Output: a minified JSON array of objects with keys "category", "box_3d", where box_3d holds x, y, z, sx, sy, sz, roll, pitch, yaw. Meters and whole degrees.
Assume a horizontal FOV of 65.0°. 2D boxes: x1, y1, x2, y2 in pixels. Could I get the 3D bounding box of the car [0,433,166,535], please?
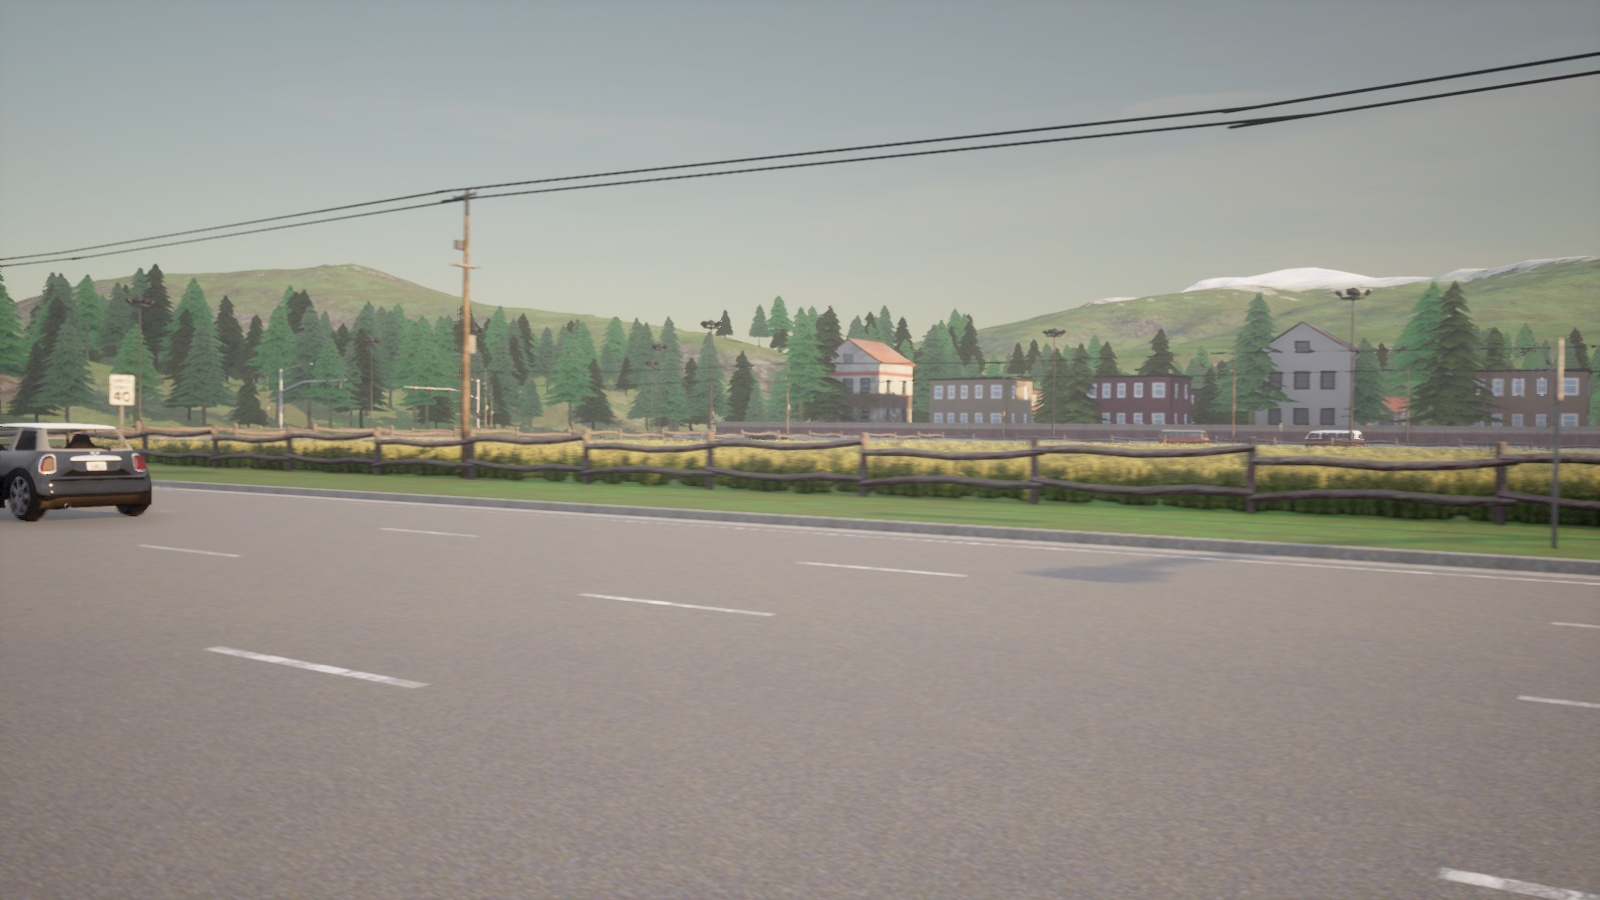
[{"category":"car","box_3d":[-12.179,0.477,20.115,3.806,1.475,1.970,0,1,34]}]
